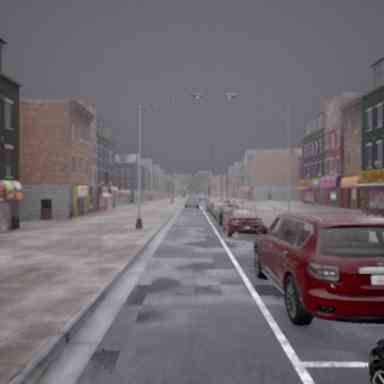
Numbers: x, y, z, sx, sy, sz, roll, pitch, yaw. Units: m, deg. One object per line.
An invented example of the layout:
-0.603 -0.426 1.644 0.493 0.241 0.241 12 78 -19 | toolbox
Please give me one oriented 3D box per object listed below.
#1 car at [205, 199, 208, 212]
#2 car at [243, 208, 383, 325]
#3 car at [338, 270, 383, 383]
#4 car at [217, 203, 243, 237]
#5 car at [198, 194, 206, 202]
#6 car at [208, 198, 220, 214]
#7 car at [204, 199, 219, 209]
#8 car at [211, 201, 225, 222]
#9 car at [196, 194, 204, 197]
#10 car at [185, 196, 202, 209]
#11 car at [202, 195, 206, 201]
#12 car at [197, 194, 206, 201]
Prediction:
2.626 1.596 34.363 1.802 1.307 4.206 0 0 0 | car
2.633 1.310 7.027 2.192 1.841 5.009 0 0 0 | car
2.635 1.565 1.560 1.947 1.339 4.313 0 0 0 | car
2.630 1.541 17.962 1.887 1.381 4.507 0 0 0 | car
2.610 1.539 88.041 2.192 1.841 5.009 -1 0 0 | car
2.628 1.532 29.065 1.752 1.417 4.829 0 0 0 | car
2.624 1.619 45.295 1.802 1.307 4.206 0 0 0 | car
2.629 1.566 23.428 1.947 1.339 4.313 0 0 0 | car
2.612 1.633 82.639 1.967 1.590 4.097 -1 0 0 | car
-0.010 1.601 45.395 1.994 1.385 4.181 0 0 0 | car
2.624 1.464 39.829 1.967 1.590 4.097 0 0 0 | car
2.608 1.571 93.444 2.192 1.841 5.009 -1 0 0 | car
